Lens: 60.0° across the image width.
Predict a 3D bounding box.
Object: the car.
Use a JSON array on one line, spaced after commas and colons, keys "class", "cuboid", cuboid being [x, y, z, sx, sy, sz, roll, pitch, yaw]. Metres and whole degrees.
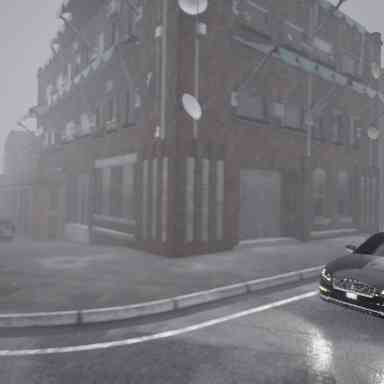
[{"class": "car", "cuboid": [4.733, 1.571, 7.135, 4.892, 1.490, 1.837, 1, 0, -35]}]
